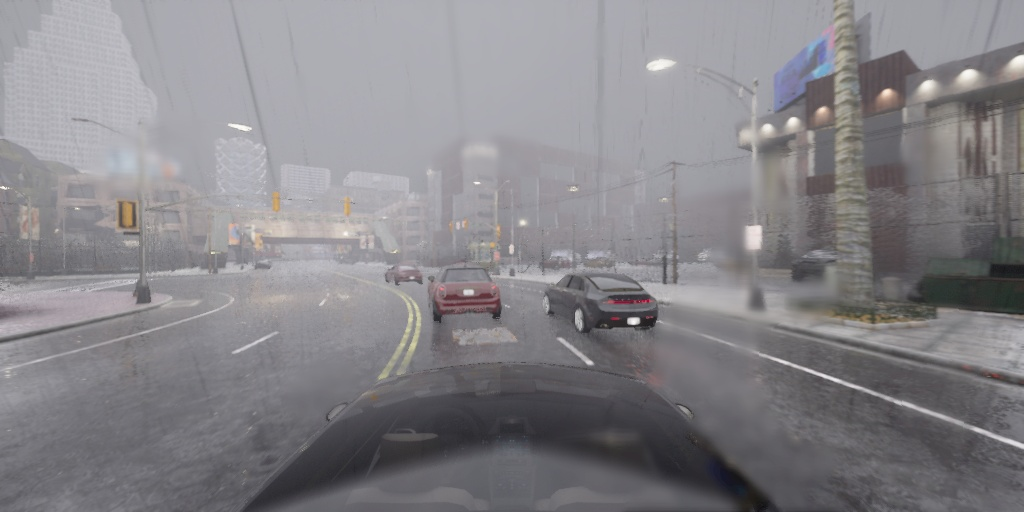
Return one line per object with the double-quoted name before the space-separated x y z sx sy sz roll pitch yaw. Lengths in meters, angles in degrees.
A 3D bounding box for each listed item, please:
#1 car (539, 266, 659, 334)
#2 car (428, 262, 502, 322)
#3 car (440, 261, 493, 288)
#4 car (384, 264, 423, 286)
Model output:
"car" 2.297 1.211 10.538 1.837 1.490 4.892 0 1 -11
"car" -1.821 1.084 12.598 2.097 1.767 4.553 -1 0 -15
"car" -3.297 1.181 24.854 1.882 1.535 5.008 -1 0 -29
"car" -7.733 1.262 25.540 1.812 1.442 4.674 -1 0 -31
